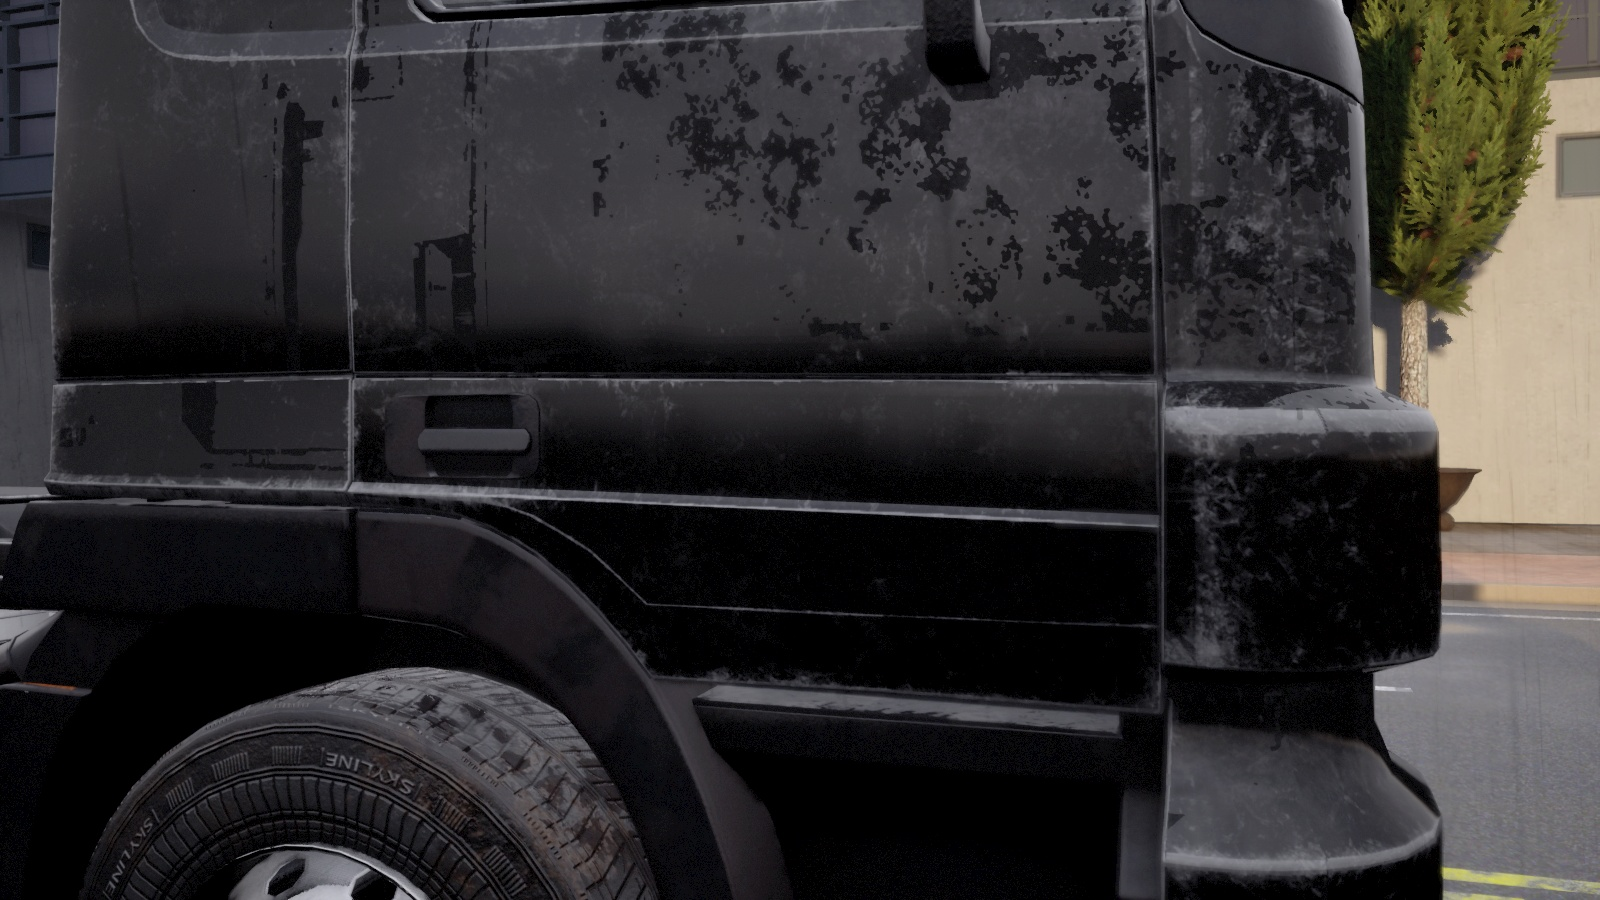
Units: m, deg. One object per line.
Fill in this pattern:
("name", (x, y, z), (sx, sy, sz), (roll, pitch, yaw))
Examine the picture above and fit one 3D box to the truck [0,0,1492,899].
("truck", (-2.510, -0.230, 4.057), (7.936, 3.462, 2.891), (1, 1, 19))
